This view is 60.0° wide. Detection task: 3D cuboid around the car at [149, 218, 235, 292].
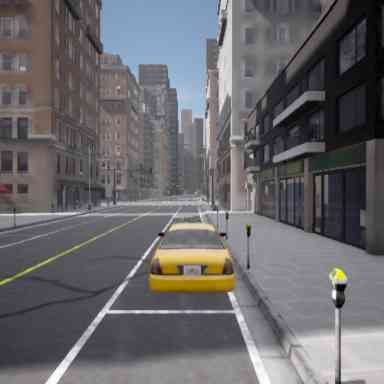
[{"bbox_3d":[0.005,1.448,8.840,1.801,1.575,5.366,0,0,0],"label":"car"}]
